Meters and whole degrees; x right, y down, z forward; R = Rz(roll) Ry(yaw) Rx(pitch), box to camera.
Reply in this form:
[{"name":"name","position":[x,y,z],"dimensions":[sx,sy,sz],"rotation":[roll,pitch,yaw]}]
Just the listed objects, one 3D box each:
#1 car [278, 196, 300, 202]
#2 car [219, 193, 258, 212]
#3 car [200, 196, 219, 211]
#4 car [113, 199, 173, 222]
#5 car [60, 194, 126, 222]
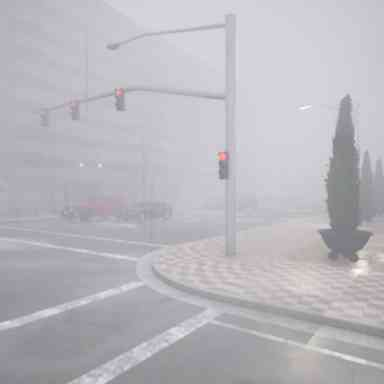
[{"name":"car","position":[15.264,1.189,51.539],"dimensions":[1.812,1.442,4.674],"rotation":[0,0,36]},{"name":"car","position":[5.746,1.164,38.613],"dimensions":[2.150,2.045,5.566],"rotation":[0,1,36]},{"name":"car","position":[2.964,1.300,40.733],"dimensions":[2.097,1.767,4.553],"rotation":[0,0,36]},{"name":"car","position":[-3.468,1.452,25.866],"dimensions":[1.837,1.490,4.892],"rotation":[0,0,35]},{"name":"car","position":[-7.495,1.170,26.240],"dimensions":[2.150,2.045,5.566],"rotation":[0,0,35]}]
